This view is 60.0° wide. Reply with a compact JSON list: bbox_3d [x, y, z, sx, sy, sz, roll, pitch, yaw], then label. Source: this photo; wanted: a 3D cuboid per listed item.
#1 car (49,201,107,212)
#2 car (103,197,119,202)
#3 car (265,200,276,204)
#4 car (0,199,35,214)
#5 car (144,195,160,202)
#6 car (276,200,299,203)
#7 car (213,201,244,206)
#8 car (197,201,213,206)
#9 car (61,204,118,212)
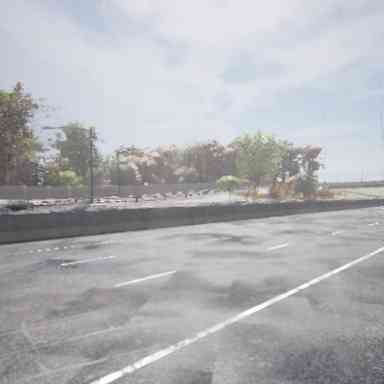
[{"bbox_3d":[-10.915,1.861,32.094,2.033,1.411,5.357,4,1,42],"label":"car"},{"bbox_3d":[-13.613,1.553,54.220,2.128,1.511,4.902,-1,0,20],"label":"car"},{"bbox_3d":[14.768,2.158,59.909,1.837,1.490,4.892,-1,-1,43],"label":"car"},{"bbox_3d":[-19.817,1.572,36.842,2.128,1.511,4.902,-1,0,22],"label":"car"},{"bbox_3d":[-8.130,1.311,68.541,1.812,1.442,4.674,-1,1,21],"label":"car"},{"bbox_3d":[16.981,2.105,57.170,1.837,1.490,4.892,-1,-1,43],"label":"car"},{"bbox_3d":[5.371,2.014,44.637,1.837,1.490,4.892,-1,-2,43],"label":"car"},{"bbox_3d":[2.526,2.048,46.710,2.128,1.511,4.902,-1,-1,43],"label":"car"},{"bbox_3d":[-8.393,1.954,29.739,2.033,1.411,5.357,-1,-1,43],"label":"car"}]
